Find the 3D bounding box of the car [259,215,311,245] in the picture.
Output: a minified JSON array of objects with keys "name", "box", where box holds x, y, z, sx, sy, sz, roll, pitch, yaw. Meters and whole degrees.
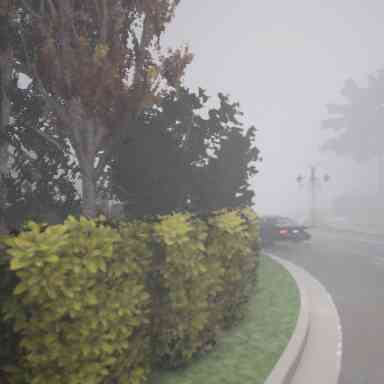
[{"name":"car","box":[4.242,1.989,18.210,2.033,1.411,5.357,0,-2,-16]}]
